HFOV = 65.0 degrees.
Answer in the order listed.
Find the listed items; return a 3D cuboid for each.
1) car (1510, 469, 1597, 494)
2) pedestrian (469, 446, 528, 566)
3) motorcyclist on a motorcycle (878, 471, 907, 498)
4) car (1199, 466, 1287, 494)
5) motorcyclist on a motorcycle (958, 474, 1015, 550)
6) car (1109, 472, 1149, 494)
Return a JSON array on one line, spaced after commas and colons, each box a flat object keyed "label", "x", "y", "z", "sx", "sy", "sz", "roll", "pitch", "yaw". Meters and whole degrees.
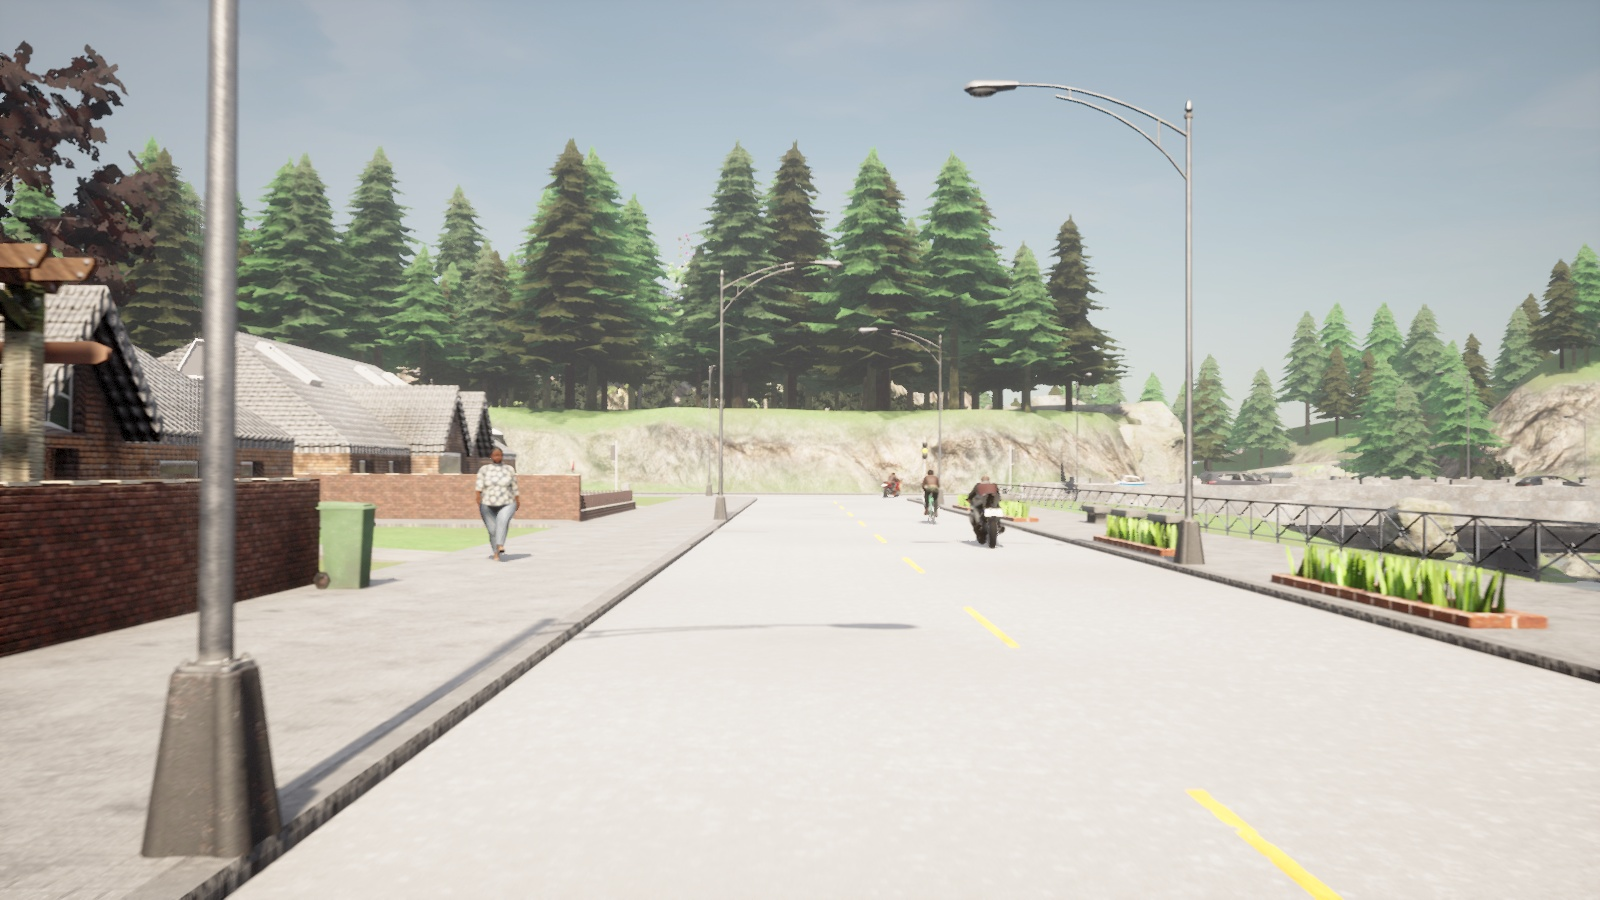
[{"label": "car", "x": 45.919, "y": 1.927, "z": 76.604, "sx": 4.193, "sy": 1.474, "sz": 1.816, "roll": 0, "pitch": -1, "yaw": 0}, {"label": "pedestrian", "x": -4.785, "y": 0.878, "z": 19.995, "sx": 0.874, "sy": 1.855, "sz": 0.900, "roll": 0, "pitch": -1, "yaw": -11}, {"label": "motorcyclist on a motorcycle", "x": 5.449, "y": 2.010, "z": 73.787, "sx": 0.797, "sy": 1.523, "sz": 2.044, "roll": 2, "pitch": 0, "yaw": 33}, {"label": "car", "x": 26.967, "y": 1.833, "z": 76.564, "sx": 4.611, "sy": 1.667, "sz": 2.242, "roll": 0, "pitch": -1, "yaw": 0}, {"label": "motorcyclist on a motorcycle", "x": 3.938, "y": 1.281, "z": 26.694, "sx": 0.866, "sy": 1.530, "sz": 2.191, "roll": 0, "pitch": -1, "yaw": 0}, {"label": "car", "x": 21.086, "y": 2.133, "z": 80.546, "sx": 2.207, "sy": 1.376, "sz": 1.481, "roll": 0, "pitch": -1, "yaw": 0}]
